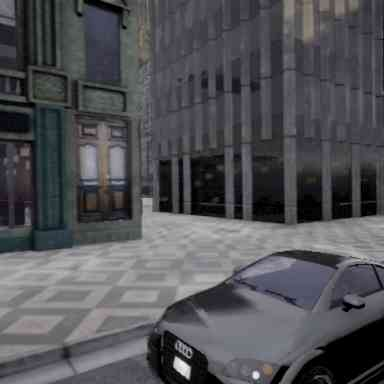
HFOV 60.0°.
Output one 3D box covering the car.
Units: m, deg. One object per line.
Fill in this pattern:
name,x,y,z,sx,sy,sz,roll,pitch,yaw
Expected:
car,1.529,1.535,4.439,4.181,1.385,1.994,-1,0,-35
